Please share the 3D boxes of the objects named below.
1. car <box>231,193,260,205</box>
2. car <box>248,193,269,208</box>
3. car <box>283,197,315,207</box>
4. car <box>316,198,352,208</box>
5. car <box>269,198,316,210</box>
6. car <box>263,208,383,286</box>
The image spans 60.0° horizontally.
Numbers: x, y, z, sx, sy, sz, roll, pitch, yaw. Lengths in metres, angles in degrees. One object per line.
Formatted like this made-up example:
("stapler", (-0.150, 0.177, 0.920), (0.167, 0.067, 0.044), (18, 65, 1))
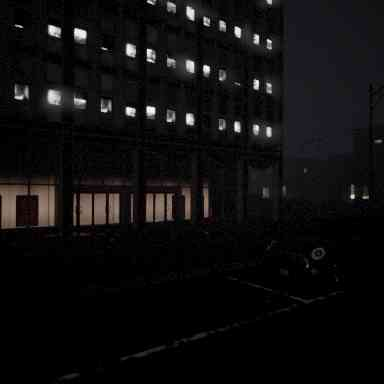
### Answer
("car", (9.232, 1.169, 57.629), (2.192, 1.841, 5.009), (1, 0, -35))
("car", (8.631, 1.168, 43.757), (2.192, 1.841, 5.009), (1, 0, -35))
("car", (15.524, 1.481, 48.519), (1.802, 1.307, 4.206), (1, 0, -35))
("car", (18.576, 1.447, 44.103), (1.752, 1.417, 4.829), (1, 0, -35))
("car", (11.777, 1.427, 39.201), (2.008, 1.369, 4.403), (1, 0, -35))
("car", (3.888, 1.441, 9.330), (4.097, 1.590, 1.967), (0, 0, -36))
